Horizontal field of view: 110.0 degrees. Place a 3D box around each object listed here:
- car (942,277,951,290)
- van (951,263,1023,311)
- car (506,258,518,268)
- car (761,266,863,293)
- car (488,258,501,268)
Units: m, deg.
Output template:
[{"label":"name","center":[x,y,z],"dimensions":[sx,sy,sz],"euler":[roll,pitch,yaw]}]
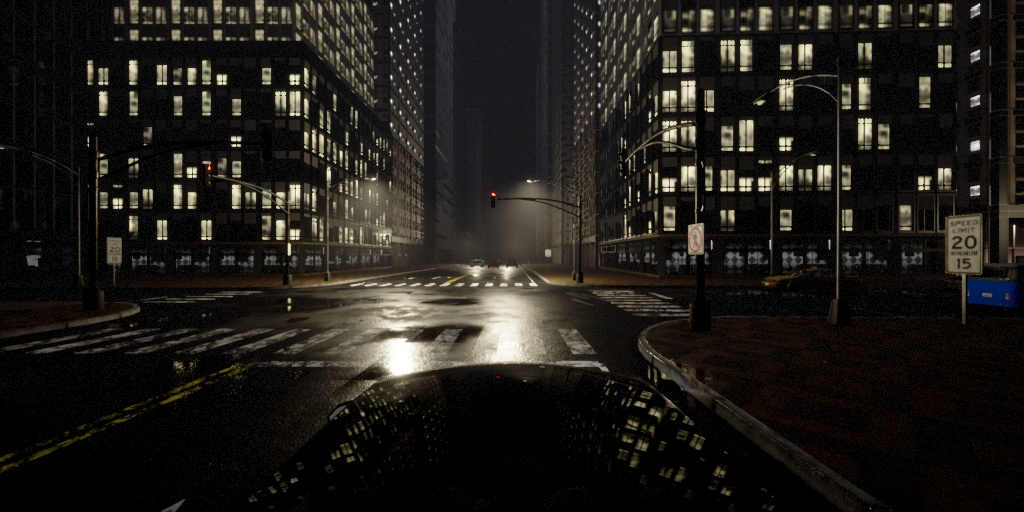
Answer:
[{"label":"car","center":[26.926,1.356,20.075],"dimensions":[4.207,1.307,1.802],"euler":[0,0,2]},{"label":"van","center":[18.361,1.119,12.390],"dimensions":[3.998,1.789,1.690],"euler":[0,0,2]},{"label":"car","center":[0.014,1.212,63.536],"dimensions":[2.097,1.767,4.553],"euler":[0,0,0]},{"label":"car","center":[17.092,1.293,20.562],"dimensions":[4.829,1.417,1.751],"euler":[0,0,2]},{"label":"car","center":[-3.237,1.460,63.180],"dimensions":[1.895,1.301,4.718],"euler":[0,0,0]}]
